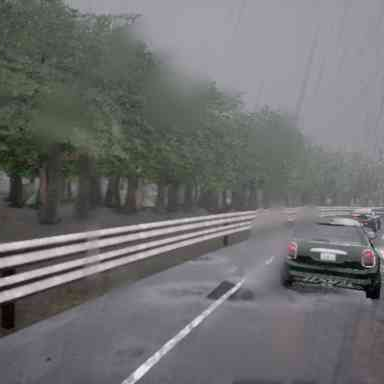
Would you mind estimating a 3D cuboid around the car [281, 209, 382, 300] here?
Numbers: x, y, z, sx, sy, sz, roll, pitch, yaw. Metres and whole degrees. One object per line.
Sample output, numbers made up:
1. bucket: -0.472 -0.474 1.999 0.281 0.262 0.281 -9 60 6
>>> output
1. car: 3.895 1.474 9.218 2.097 1.767 4.553 2 0 25
